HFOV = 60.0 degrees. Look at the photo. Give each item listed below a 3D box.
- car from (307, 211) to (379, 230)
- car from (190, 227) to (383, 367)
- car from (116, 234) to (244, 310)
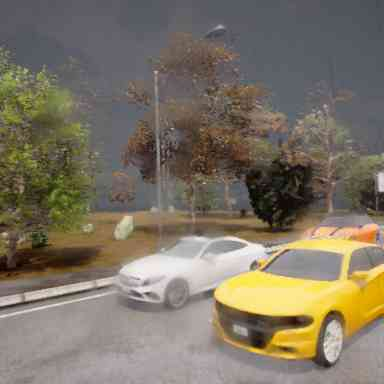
[{"bbox_3d":[6.808,1.794,15.088,4.553,1.767,2.097,1,-3,-43],"label":"car"},{"bbox_3d":[2.525,1.684,6.356,5.008,1.535,1.882,0,-3,-42],"label":"car"},{"bbox_3d":[0.247,1.913,8.999,4.674,1.442,1.812,0,-3,-42],"label":"car"}]
